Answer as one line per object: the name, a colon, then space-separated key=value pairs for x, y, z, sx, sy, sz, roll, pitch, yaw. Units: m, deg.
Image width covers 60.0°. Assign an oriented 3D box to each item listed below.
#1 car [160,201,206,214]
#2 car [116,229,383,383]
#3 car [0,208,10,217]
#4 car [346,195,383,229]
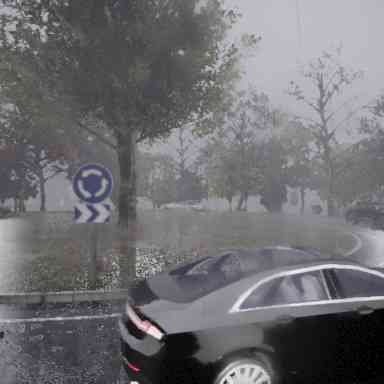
car: x=-0.987 y=1.603 z=35.217 sx=4.718 sy=1.301 sz=1.895 roll=0 pitch=0 yaw=13
car: x=1.525 y=1.492 z=4.363 sx=4.902 sy=1.511 sz=2.128 roll=0 pitch=0 yaw=-18
car: x=-18.069 y=1.602 z=27.835 sx=1.895 sy=1.301 sz=4.718 roll=0 pitch=0 yaw=33
car: x=11.827 y=1.223 z=20.639 sx=2.150 sy=2.045 sz=5.566 roll=1 pitch=0 yaw=-3
